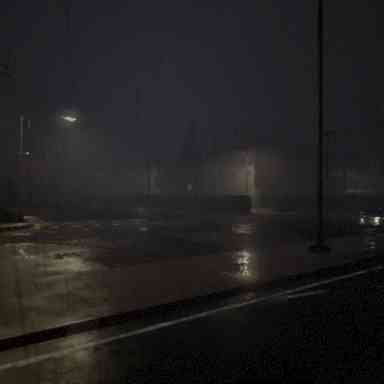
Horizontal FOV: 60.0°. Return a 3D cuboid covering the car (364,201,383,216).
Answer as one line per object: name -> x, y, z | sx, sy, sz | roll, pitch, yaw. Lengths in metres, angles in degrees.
car -> 21.124, 1.764, 36.893 | 5.008, 1.535, 1.882 | 0, 0, -33
